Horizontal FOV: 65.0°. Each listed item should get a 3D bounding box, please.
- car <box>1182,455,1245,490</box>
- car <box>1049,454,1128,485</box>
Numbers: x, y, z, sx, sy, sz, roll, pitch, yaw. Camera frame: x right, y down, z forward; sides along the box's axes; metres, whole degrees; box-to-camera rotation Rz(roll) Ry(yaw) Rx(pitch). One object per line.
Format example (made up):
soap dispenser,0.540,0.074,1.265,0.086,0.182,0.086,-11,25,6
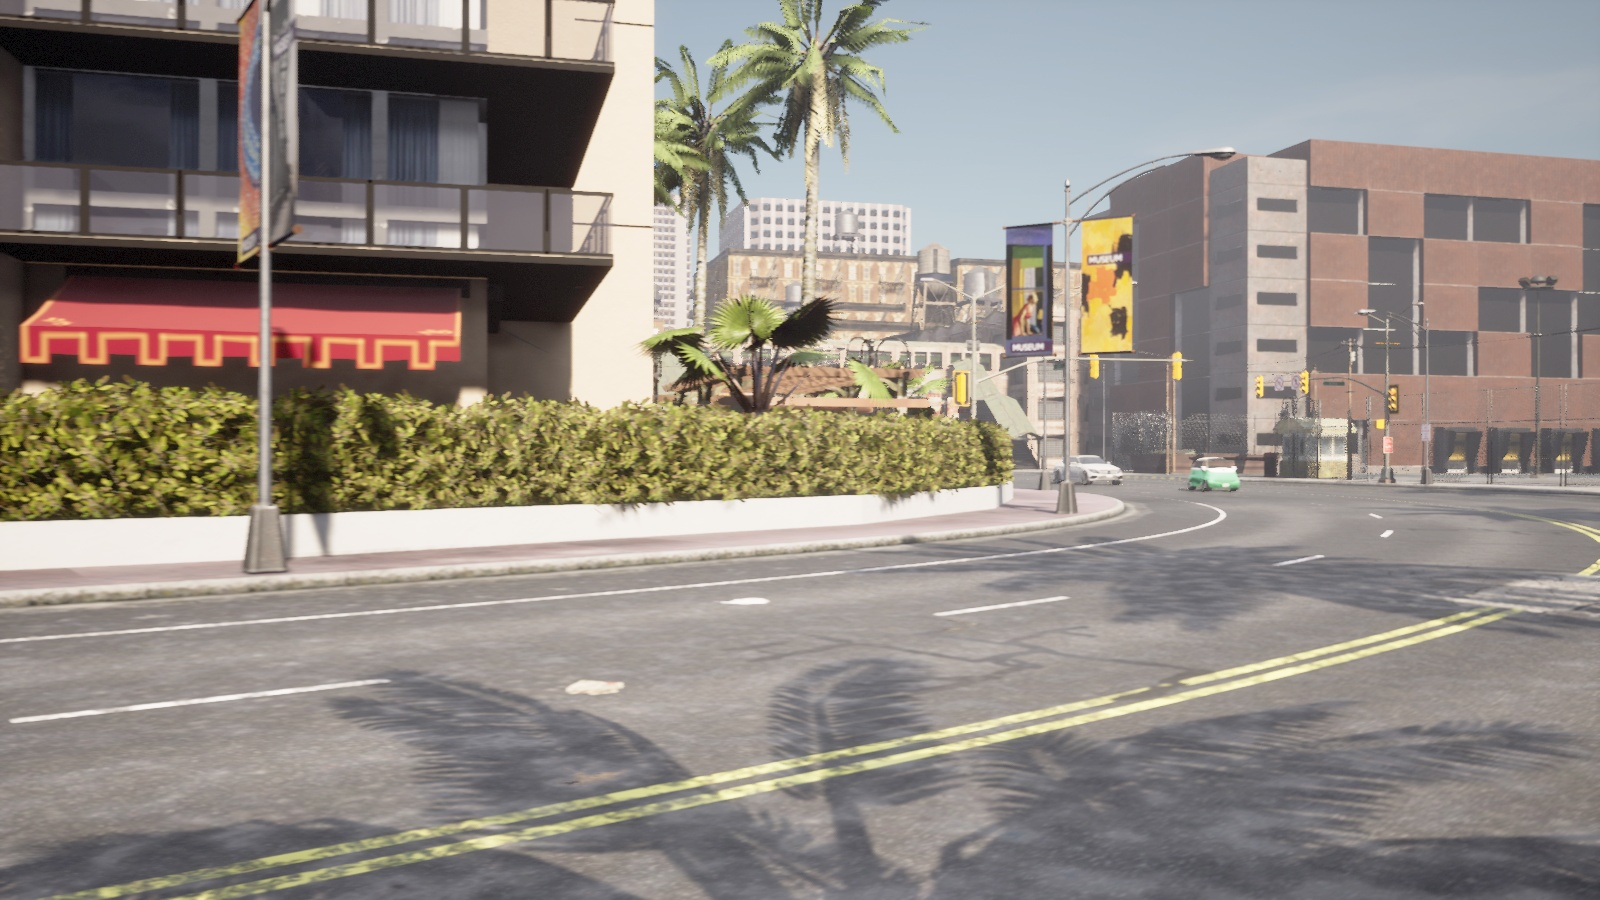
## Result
car,16.532,0.901,50.315,1.481,1.376,2.207,0,-1,-12
car,13.958,0.908,60.993,1.812,1.442,4.674,0,0,-14
